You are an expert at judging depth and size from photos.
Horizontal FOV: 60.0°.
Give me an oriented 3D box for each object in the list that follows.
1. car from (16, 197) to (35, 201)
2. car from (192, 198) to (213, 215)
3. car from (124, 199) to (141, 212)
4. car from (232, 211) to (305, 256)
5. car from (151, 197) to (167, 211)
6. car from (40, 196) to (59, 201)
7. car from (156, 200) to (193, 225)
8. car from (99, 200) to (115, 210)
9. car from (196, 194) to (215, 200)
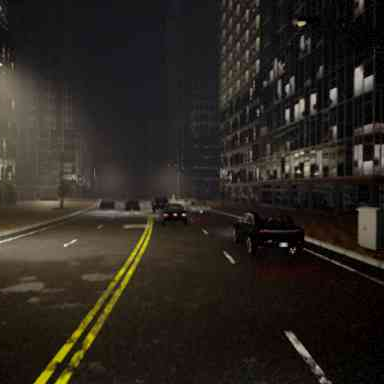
[{"bbox_3d":[-40.396,1.590,80.473,4.206,1.307,1.802,0,0,-10],"label":"car"},{"bbox_3d":[0.551,1.627,34.358,1.895,1.301,4.718,0,0,-9],"label":"car"},{"bbox_3d":[-7.161,1.607,39.943,2.033,1.411,5.357,0,0,-10],"label":"car"},{"bbox_3d":[2.835,1.503,13.235,2.128,1.511,4.902,0,0,-3],"label":"car"},{"bbox_3d":[-3.885,1.397,40.938,2.097,1.767,4.553,0,0,-10],"label":"car"},{"bbox_3d":[-34.788,1.602,81.409,4.313,1.339,1.947,0,0,-10],"label":"car"},{"bbox_3d":[-1.420,1.577,24.699,2.033,1.411,5.357,0,0,-7],"label":"car"},{"bbox_3d":[-11.266,1.678,44.281,1.895,1.301,4.718,0,0,-11],"label":"car"},{"bbox_3d":[3.547,1.533,88.195,5.009,1.841,2.192,0,0,-10],"label":"car"}]
